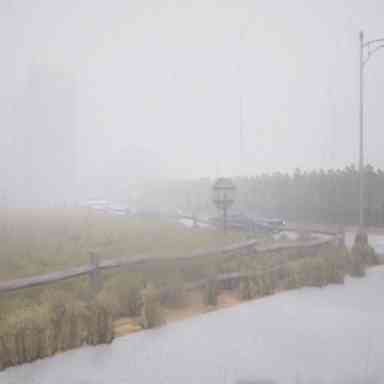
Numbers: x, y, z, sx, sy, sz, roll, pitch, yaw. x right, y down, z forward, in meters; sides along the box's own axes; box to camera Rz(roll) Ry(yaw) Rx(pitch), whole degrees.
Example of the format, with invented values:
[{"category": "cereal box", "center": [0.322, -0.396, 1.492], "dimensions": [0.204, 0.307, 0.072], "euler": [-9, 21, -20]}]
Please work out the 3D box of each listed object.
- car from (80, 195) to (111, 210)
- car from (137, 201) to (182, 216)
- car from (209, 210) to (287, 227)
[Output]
[{"category": "car", "center": [-11.712, 1.433, 39.980], "dimensions": [2.150, 2.045, 5.566], "euler": [0, 0, -35]}, {"category": "car", "center": [-2.737, 1.541, 27.354], "dimensions": [2.097, 1.767, 4.553], "euler": [0, 0, -36]}, {"category": "car", "center": [3.120, 1.732, 19.188], "dimensions": [1.895, 1.301, 4.718], "euler": [0, -1, -36]}]
